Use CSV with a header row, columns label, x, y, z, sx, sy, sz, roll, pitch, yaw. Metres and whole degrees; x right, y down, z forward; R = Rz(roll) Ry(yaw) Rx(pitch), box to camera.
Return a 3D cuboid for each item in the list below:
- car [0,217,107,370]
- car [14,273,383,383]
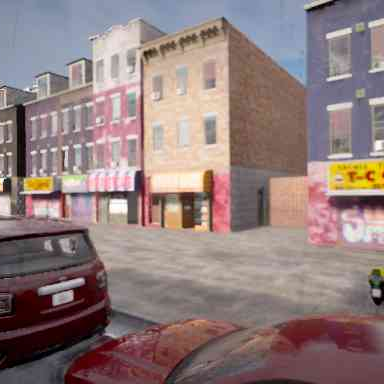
label,x,y,z,sx,sy,sz,roll,pitch,yaw
car,-3.452,1.323,5.284,5.009,1.841,2.192,0,-1,36
car,0.973,1.545,2.124,4.507,1.381,1.887,0,-1,36
